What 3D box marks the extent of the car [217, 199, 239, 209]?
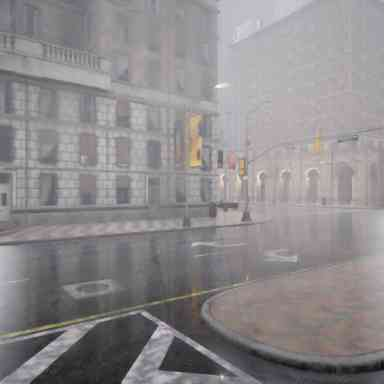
[{"bbox_3d":[4.027,1.601,43.907,1.895,1.301,4.718,0,0,-36],"label":"car"}]
